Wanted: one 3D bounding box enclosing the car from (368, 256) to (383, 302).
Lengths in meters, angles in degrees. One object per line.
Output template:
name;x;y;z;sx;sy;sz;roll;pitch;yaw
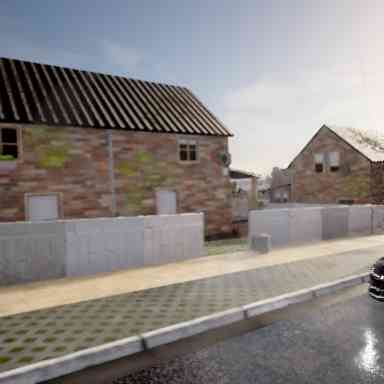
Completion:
car;5.625;1.491;6.976;4.892;1.490;1.837;0;0;-35
